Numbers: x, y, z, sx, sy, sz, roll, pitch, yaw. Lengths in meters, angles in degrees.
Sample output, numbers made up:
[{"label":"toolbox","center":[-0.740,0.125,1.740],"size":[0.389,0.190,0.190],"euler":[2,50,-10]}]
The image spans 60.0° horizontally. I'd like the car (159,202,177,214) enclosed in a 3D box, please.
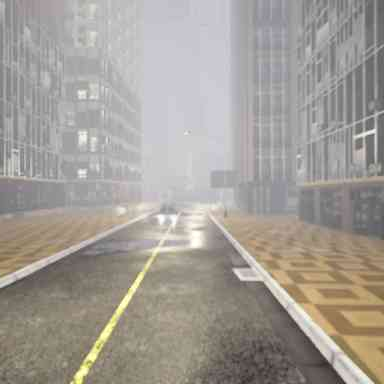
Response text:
[{"label":"car","center":[-2.783,1.872,39.811],"size":[1.895,1.301,4.718],"euler":[0,0,1]}]
